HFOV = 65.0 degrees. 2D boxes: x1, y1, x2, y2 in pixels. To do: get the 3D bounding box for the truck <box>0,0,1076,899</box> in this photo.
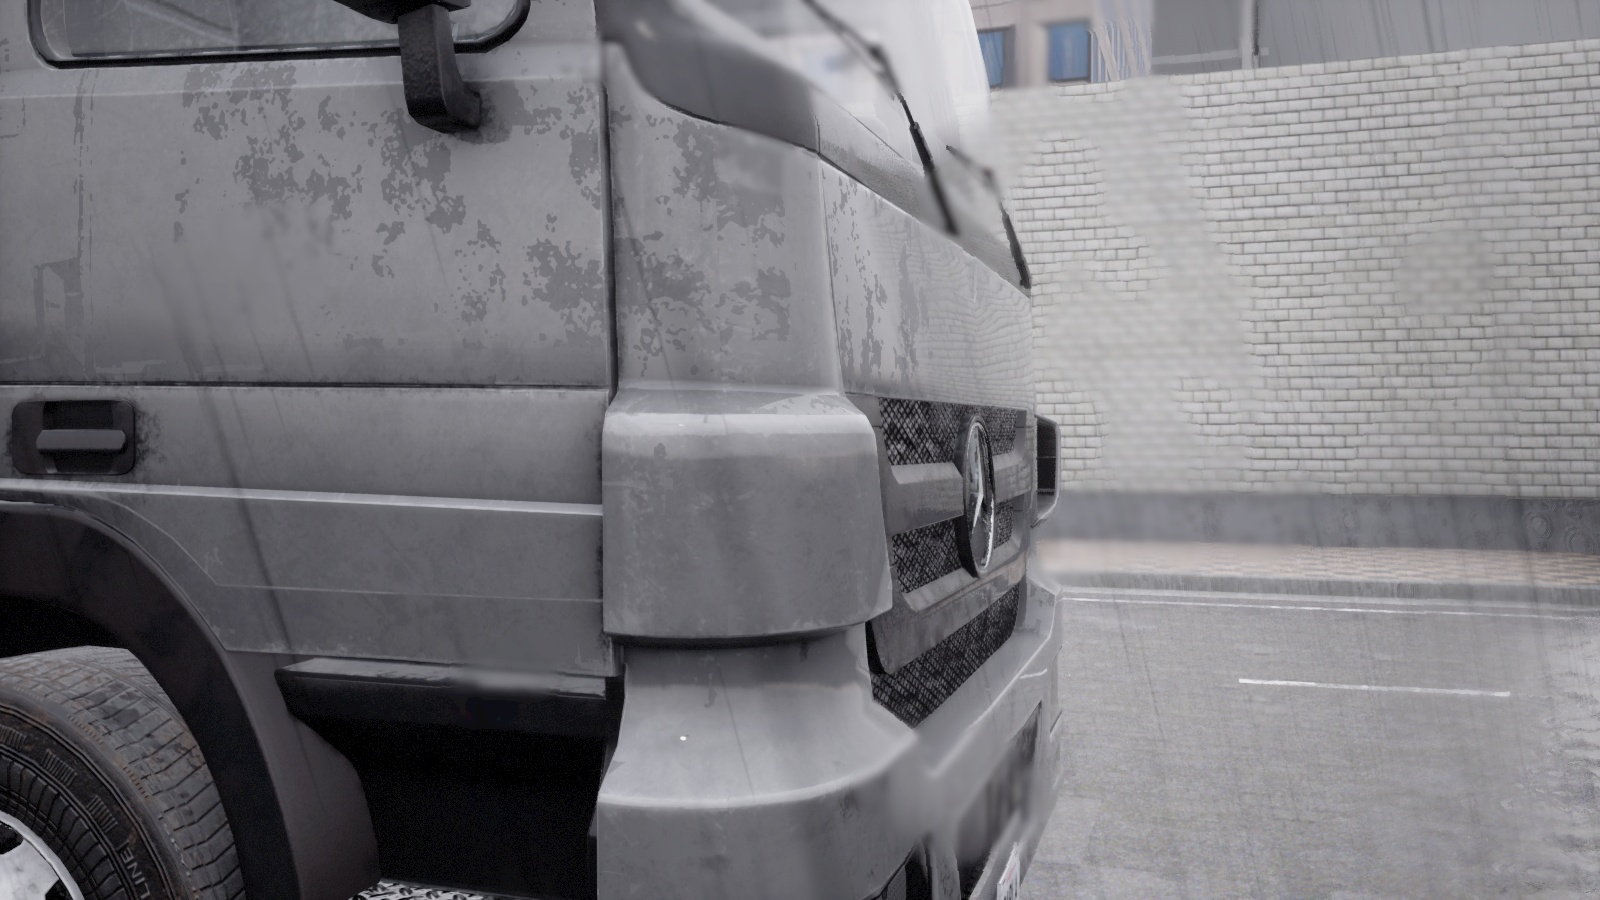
[{"bbox_3d":[-3.267,-0.236,4.278,7.936,3.462,2.891,1,1,19],"label":"truck"}]
